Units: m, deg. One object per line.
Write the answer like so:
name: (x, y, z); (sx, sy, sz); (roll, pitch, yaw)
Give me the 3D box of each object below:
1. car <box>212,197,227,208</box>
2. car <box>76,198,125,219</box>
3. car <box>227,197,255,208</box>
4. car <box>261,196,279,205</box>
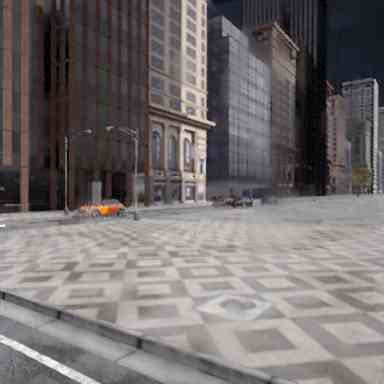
car: (4.838, 1.540, 50.037); (1.812, 1.442, 4.674); (1, 0, 36)
car: (-8.543, 1.459, 31.171); (2.097, 1.767, 4.553); (1, 0, 35)
car: (7.409, 1.543, 48.317); (1.837, 1.490, 4.892); (1, 1, 36)
car: (13.380, 1.498, 56.864); (1.837, 1.490, 4.892); (1, 1, 35)
